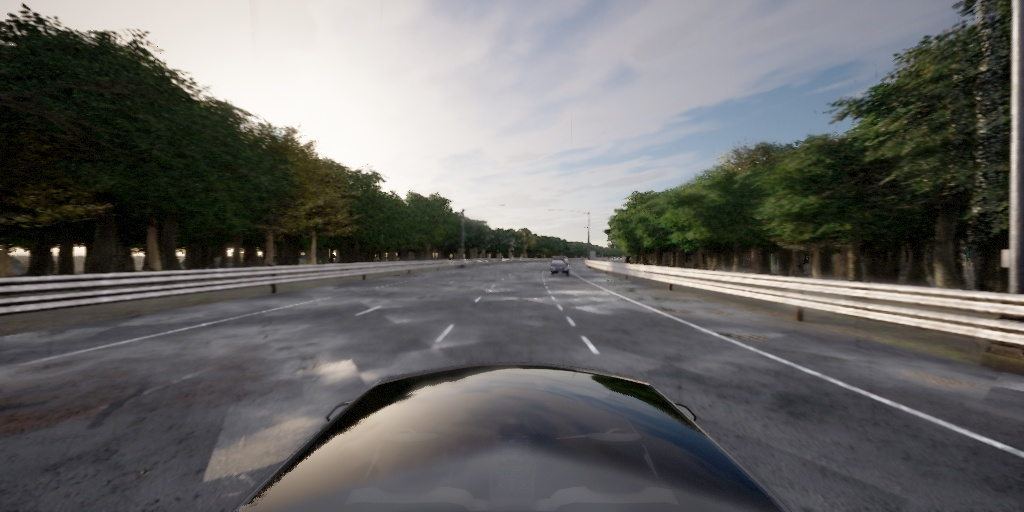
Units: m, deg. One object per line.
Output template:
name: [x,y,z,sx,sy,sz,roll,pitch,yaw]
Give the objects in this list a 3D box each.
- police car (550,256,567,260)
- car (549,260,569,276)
police car: [6.080,1.228,48.725,1.930,1.638,5.238,0,0,6]
car: [5.001,1.393,38.024,1.895,1.301,4.718,0,0,5]
